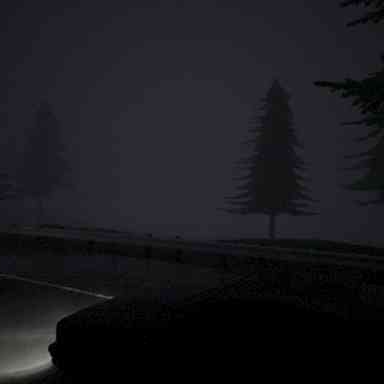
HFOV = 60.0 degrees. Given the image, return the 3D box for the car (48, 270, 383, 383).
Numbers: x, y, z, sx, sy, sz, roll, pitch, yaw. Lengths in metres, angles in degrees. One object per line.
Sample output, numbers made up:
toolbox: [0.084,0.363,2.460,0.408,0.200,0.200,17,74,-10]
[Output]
car: [0.949,1.536,3.124,5.357,1.411,2.033,0,0,34]
